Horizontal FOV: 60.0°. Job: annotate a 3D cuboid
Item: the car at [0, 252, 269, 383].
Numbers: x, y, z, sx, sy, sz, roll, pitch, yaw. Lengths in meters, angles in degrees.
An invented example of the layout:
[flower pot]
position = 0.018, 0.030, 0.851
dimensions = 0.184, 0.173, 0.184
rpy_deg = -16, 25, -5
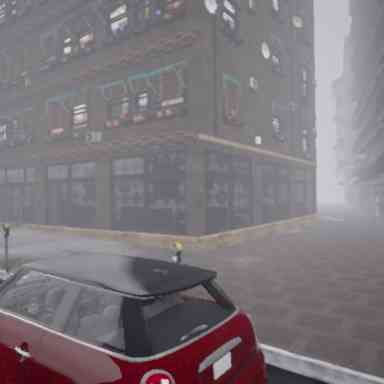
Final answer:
[car]
position = -1.332, 1.433, 3.842
dimensions = 4.097, 1.590, 1.967
rpy_deg = 0, -1, 36
